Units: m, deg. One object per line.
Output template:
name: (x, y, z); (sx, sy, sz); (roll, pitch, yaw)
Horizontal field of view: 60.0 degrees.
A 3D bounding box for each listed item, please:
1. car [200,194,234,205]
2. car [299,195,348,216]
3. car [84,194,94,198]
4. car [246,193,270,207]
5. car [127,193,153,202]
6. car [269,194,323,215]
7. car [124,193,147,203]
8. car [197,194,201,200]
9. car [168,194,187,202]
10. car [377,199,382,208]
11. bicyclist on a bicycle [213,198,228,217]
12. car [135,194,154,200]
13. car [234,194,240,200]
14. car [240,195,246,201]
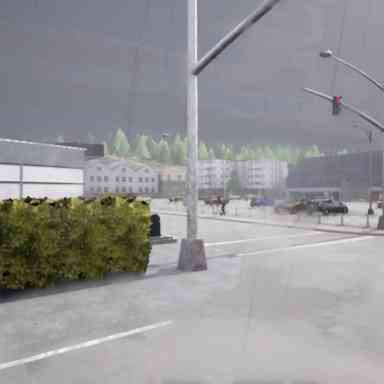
car: (4.147, 1.287, 54.832); (4.514, 1.523, 2.007); (0, 0, -35)
car: (12.152, 1.331, 29.963); (4.514, 1.523, 2.007); (0, 0, -35)
car: (-26.046, 1.156, 80.560); (4.553, 1.767, 2.097); (0, 0, -35)
car: (9.830, 1.309, 46.612); (3.633, 1.501, 1.845); (0, 0, -35)
car: (-9.329, 1.353, 60.572); (3.806, 1.475, 1.970); (0, 0, -35)
car: (10.314, 1.322, 32.506); (5.027, 1.636, 2.152); (0, 0, -35)
car: (-10.730, 1.068, 63.648); (3.866, 1.878, 1.905); (0, 0, -35)
car: (1.842, 1.284, 76.875); (4.514, 1.523, 2.007); (0, 0, -35)
car: (-2.397, 1.086, 65.455); (4.605, 1.855, 1.932); (0, 0, -35)
car: (25.707, 1.370, 43.065); (3.806, 1.475, 1.970); (0, 0, -35)
bicyclist on a bicycle: (2.394, 1.295, 28.039); (1.656, 1.620, 0.582); (0, 0, -35)
car: (-12.806, 1.296, 89.744); (4.892, 1.490, 1.837); (0, 0, -35)
car: (9.719, 1.216, 77.905); (3.806, 1.475, 1.970); (0, 0, -35)
car: (13.656, 1.137, 72.827); (5.027, 1.636, 2.152); (0, 0, -35)
